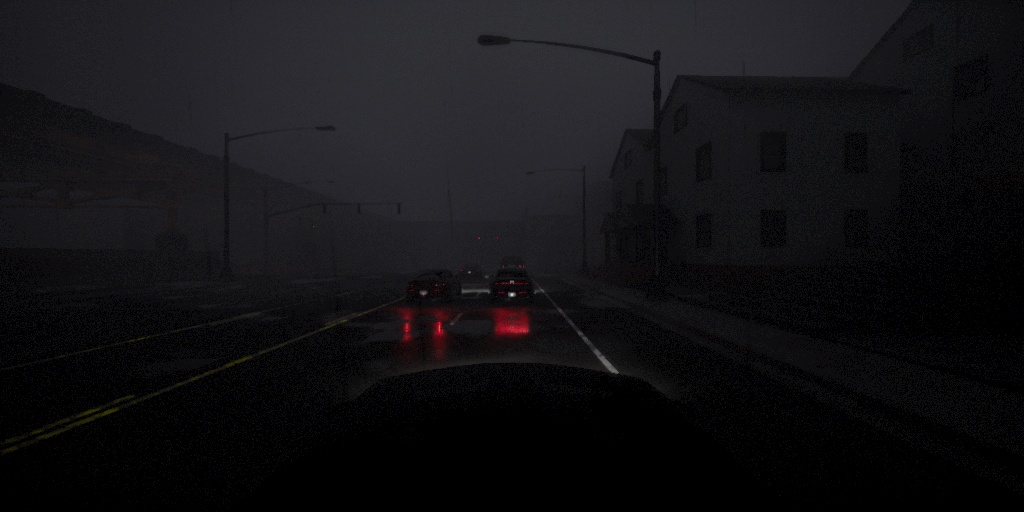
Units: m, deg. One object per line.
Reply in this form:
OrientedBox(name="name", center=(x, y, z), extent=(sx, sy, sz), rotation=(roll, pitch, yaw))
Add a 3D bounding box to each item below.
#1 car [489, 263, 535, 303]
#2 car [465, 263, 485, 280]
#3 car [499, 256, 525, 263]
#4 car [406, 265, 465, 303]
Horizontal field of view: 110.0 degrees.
OrientedBox(name="car", center=(0.000, 1.263, 16.500), extent=(1.837, 1.490, 4.892), rotation=(0, 0, 0))
OrientedBox(name="car", center=(-3.501, 1.324, 31.500), extent=(1.994, 1.385, 4.181), rotation=(0, 0, 0))
OrientedBox(name="car", center=(-0.002, 1.012, 31.531), extent=(2.150, 2.045, 5.566), rotation=(0, 0, 0))
OrientedBox(name="car", center=(-3.500, 1.280, 16.500), extent=(1.812, 1.442, 4.674), rotation=(0, 0, 0))
